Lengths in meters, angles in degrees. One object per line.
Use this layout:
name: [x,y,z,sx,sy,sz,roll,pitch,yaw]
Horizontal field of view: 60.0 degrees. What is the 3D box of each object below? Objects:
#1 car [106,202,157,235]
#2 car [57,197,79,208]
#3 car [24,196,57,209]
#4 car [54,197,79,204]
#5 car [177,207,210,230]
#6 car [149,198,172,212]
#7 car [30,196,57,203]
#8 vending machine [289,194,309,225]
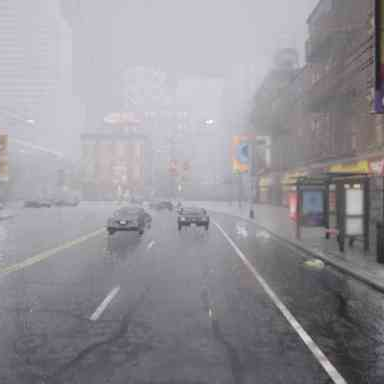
car: [-3.419,1.536,18.823,2.033,1.411,5.357,0,0,-1]
car: [-17.690,1.476,46.457,4.892,1.490,1.837,0,0,44]
car: [-20.756,1.521,44.748,5.357,1.411,2.033,0,0,43]
car: [-23.944,1.557,63.423,4.718,1.301,1.895,0,0,30]
car: [0.001,1.588,21.185,1.895,1.301,4.718,0,0,-2]
car: [-3.798,1.482,38.713,1.837,1.490,4.892,1,0,-23]
car: [-29.247,1.481,65.595,4.674,1.452,2.002,0,0,20]
vending machine: [7.377,1.182,22.953,1.100,2.100,0.880,0,0,-1]
